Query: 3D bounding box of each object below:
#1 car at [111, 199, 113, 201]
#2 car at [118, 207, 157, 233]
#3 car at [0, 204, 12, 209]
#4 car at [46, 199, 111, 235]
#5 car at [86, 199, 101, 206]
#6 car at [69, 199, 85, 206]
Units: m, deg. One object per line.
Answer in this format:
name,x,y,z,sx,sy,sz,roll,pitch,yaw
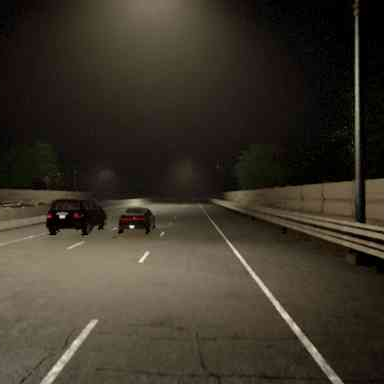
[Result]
car,-17.500,2.254,69.879,2.033,1.411,5.357,0,-1,0
car,-3.400,1.733,21.212,1.837,1.490,4.892,0,-1,0
car,-17.598,1.803,29.255,2.128,1.511,4.902,0,-1,0
car,-6.899,1.441,20.358,2.150,2.045,5.566,0,-1,0
car,-21.000,2.267,71.262,1.994,1.385,4.181,0,-1,0
car,-24.500,2.238,71.262,1.812,1.442,4.674,0,-1,0
